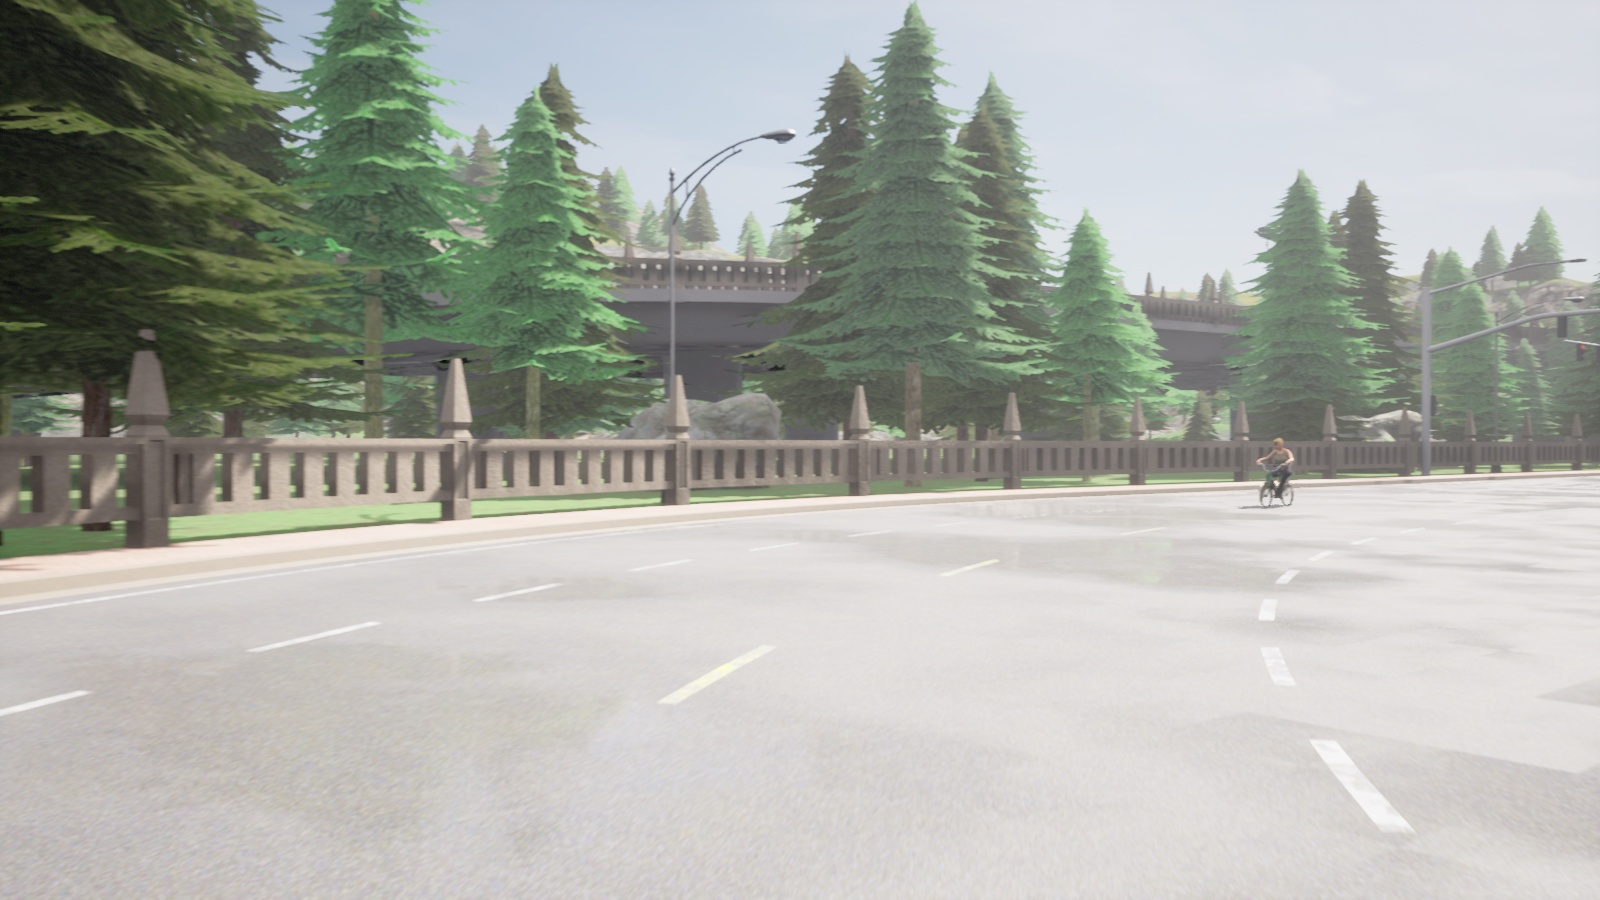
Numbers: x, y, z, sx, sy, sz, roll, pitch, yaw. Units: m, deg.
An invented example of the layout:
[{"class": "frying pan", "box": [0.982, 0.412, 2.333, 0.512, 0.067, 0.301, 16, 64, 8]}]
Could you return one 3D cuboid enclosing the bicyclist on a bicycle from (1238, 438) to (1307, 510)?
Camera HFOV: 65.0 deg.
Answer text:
[{"class": "bicyclist on a bicycle", "box": [11.000, 0.539, 29.200, 1.509, 1.612, 0.866, 0, 1, -41]}]
